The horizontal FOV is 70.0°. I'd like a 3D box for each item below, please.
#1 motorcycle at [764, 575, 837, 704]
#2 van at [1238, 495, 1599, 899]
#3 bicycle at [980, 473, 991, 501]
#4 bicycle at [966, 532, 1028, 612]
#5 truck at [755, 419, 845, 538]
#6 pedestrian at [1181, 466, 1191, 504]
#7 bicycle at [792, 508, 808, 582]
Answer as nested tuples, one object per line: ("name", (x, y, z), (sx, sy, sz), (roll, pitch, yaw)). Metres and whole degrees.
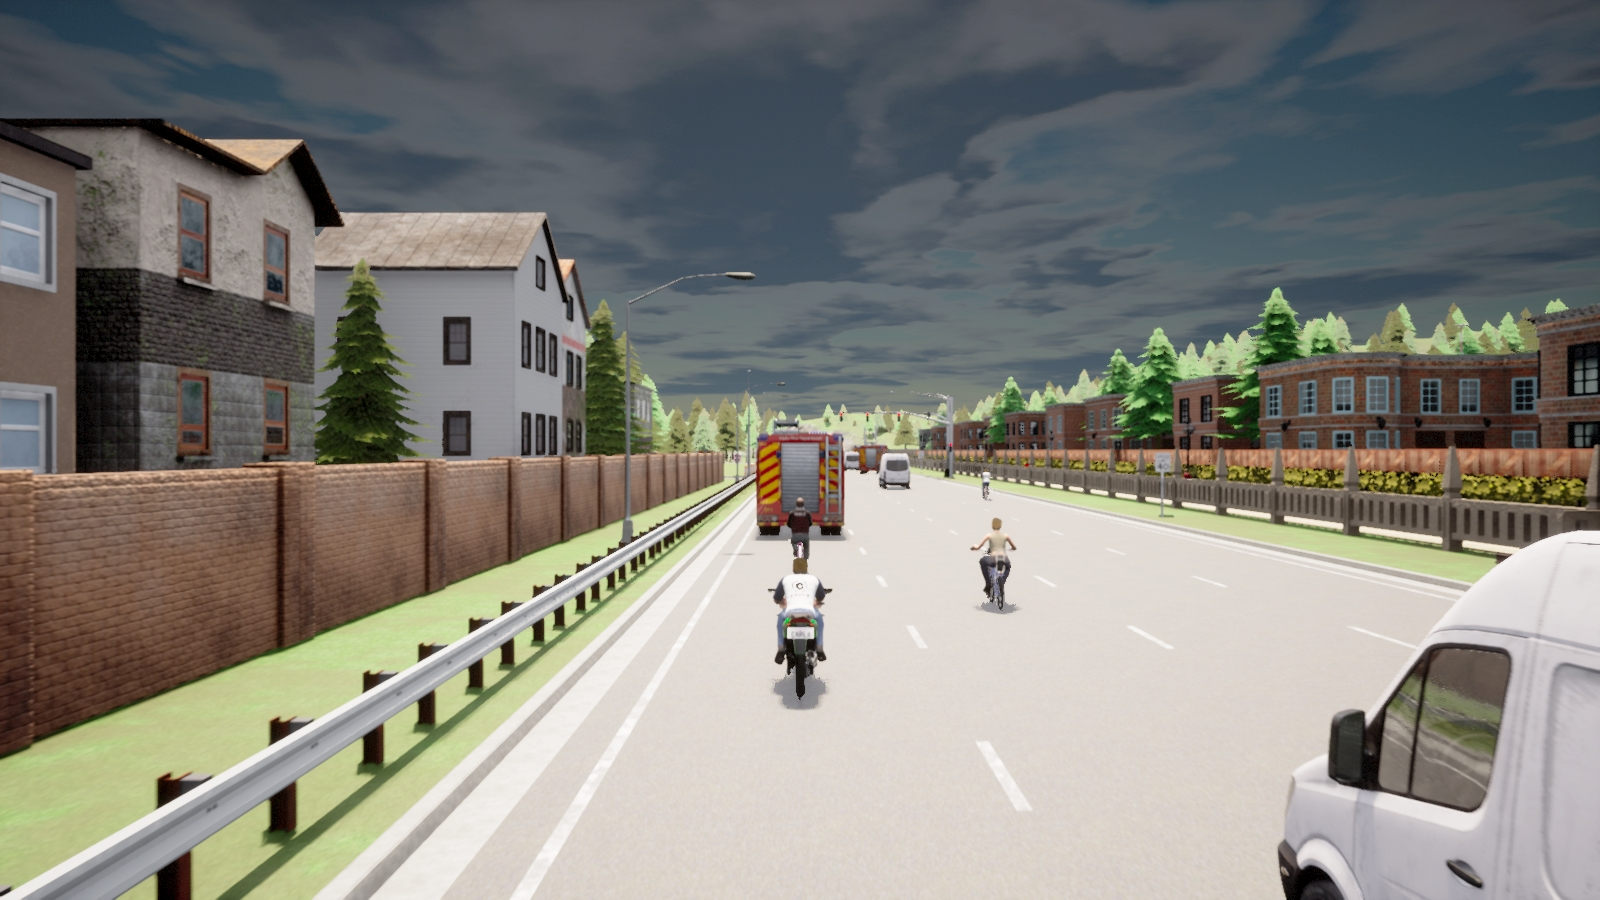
("motorcycle", (0.002, 2.192, 13.559), (0.803, 1.199, 2.033), (0, 0, 0))
("van", (3.498, 1.536, 3.572), (1.988, 2.561, 5.915), (0, 0, 0))
("bicycle", (10.511, 2.083, 64.730), (0.373, 1.496, 1.643), (0, 0, 0))
("bicycle", (3.503, 2.167, 20.463), (0.859, 1.277, 1.487), (0, 0, 0))
("truck", (0.001, 0.908, 40.991), (2.891, 3.827, 8.468), (0, 0, 0))
("pedestrian", (19.173, 1.726, 56.764), (0.375, 1.860, 0.375), (0, 0, 1))
("bicycle", (-0.003, 2.071, 25.182), (0.329, 1.471, 1.835), (0, 0, 0))
